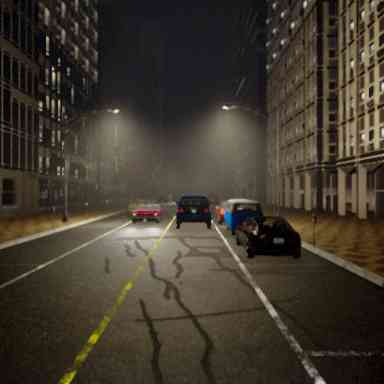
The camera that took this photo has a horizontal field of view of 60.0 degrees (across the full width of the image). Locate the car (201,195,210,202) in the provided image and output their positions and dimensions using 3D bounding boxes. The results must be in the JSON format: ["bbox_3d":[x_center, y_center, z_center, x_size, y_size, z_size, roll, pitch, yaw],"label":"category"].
[{"bbox_3d":[2.719,1.353,69.493,1.752,1.417,4.829,0,0,0],"label":"car"}]

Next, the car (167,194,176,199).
[{"bbox_3d":[-5.654,1.303,92.108,2.008,1.369,4.403,0,0,0],"label":"car"}]

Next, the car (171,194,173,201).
[{"bbox_3d":[-2.983,1.436,66.305,1.895,1.301,4.718,0,0,0],"label":"car"}]

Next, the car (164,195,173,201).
[{"bbox_3d":[-5.658,1.373,80.722,1.802,1.307,4.206,0,0,0],"label":"car"}]

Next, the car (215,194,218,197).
[{"bbox_3d":[2.712,1.210,46.555,2.192,1.841,5.009,0,0,0],"label":"car"}]

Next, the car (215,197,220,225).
[{"bbox_3d":[2.702,1.393,23.786,1.967,1.590,4.097,0,0,0],"label":"car"}]

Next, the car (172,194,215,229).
[{"bbox_3d":[0.109,1.181,21.656,2.150,2.045,5.566,0,0,0],"label":"car"}]

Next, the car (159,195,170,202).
[{"bbox_3d":[-5.662,1.394,69.340,1.947,1.339,4.313,0,0,0],"label":"car"}]

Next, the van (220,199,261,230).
[{"bbox_3d":[2.700,1.307,18.095,1.690,1.788,3.998,0,0,0],"label":"van"}]

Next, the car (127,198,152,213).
[{"bbox_3d":[-5.675,1.451,35.014,1.752,1.417,4.829,0,0,0],"label":"car"}]

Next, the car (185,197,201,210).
[{"bbox_3d":[0.115,1.414,41.618,1.837,1.490,4.892,0,0,0],"label":"car"}]

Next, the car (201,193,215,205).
[{"bbox_3d":[2.716,1.178,57.939,2.192,1.841,5.009,0,0,0],"label":"car"}]

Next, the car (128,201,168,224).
[{"bbox_3d":[-3.091,1.553,24.068,1.895,1.301,4.718,0,0,0],"label":"car"}]

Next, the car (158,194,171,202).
[{"bbox_3d":[-5.664,1.397,63.647,2.008,1.369,4.403,0,0,0],"label":"car"}]

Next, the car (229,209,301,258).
[{"bbox_3d":[2.698,1.543,12.402,1.947,1.339,4.313,0,0,0],"label":"car"}]
